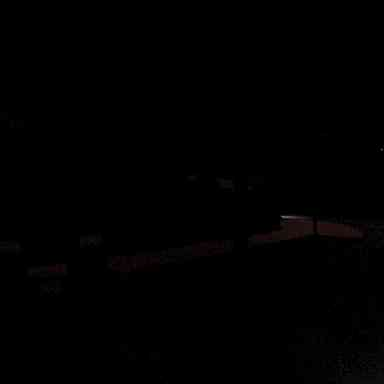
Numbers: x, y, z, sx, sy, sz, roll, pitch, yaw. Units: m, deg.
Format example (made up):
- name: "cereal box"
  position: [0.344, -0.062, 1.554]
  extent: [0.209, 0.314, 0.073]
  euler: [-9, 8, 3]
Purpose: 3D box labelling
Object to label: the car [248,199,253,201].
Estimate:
- name: "car"
  position: [4.899, 1.344, 29.590]
  extent: [4.892, 1.490, 1.837]
  euler: [1, 1, 42]
